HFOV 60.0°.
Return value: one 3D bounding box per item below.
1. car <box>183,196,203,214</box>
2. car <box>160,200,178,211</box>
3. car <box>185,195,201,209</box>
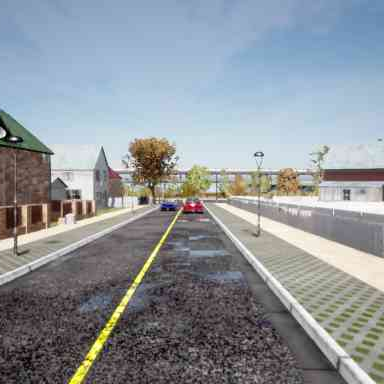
[{"bbox_3d":[0.095,1.345,35.347,2.097,1.767,4.553,0,0,0],"label":"car"},{"bbox_3d":[-2.753,1.610,39.922,1.895,1.301,4.718,0,0,0],"label":"car"},{"bbox_3d":[0.097,1.353,45.108,2.097,1.767,4.553,0,0,0],"label":"car"}]
